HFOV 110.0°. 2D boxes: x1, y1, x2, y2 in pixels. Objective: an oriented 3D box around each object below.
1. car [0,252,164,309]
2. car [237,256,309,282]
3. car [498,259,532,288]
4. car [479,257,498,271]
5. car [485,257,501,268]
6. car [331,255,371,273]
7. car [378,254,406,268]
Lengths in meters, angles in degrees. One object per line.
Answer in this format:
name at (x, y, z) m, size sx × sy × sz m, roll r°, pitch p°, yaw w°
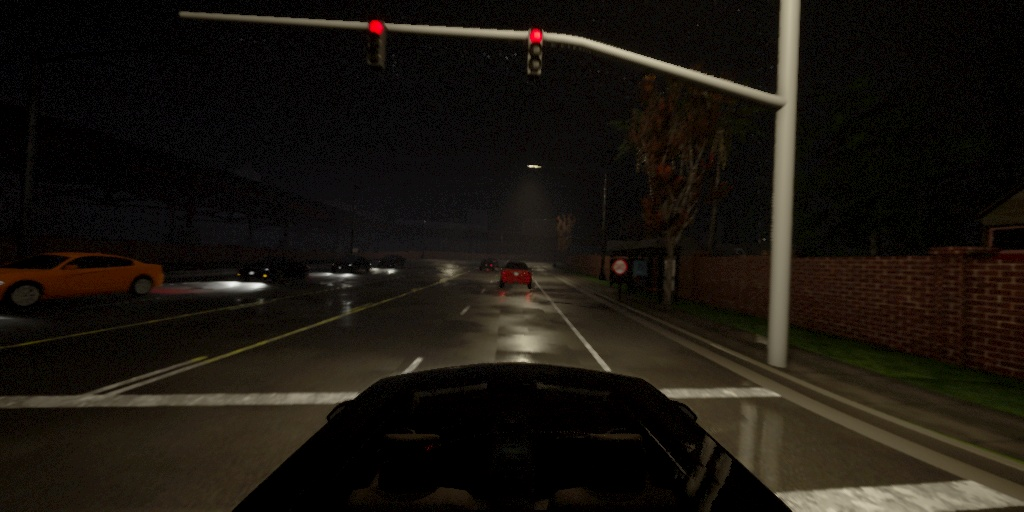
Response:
car at (-14.001, 0.613, 11.299) m, size 1.882 × 1.535 × 5.008 m, roll 3°, pitch 0°, yaw 0°
car at (-13.930, 0.717, 21.211) m, size 1.994 × 1.385 × 4.181 m, roll 3°, pitch 0°, yaw 0°
car at (0.291, 1.169, 25.078) m, size 2.097 × 1.767 × 4.553 m, roll 3°, pitch 0°, yaw 0°
car at (-3.064, 1.095, 45.247) m, size 2.033 × 1.411 × 5.357 m, roll 3°, pitch 0°, yaw 0°
car at (-2.980, 0.970, 55.855) m, size 2.128 × 1.511 × 4.902 m, roll 3°, pitch 0°, yaw 0°
car at (-13.843, 0.656, 31.220) m, size 1.812 × 1.442 × 4.674 m, roll 3°, pitch 0°, yaw 1°
car at (-13.728, 0.551, 41.372) m, size 1.882 × 1.535 × 5.008 m, roll 3°, pitch 0°, yaw 1°
